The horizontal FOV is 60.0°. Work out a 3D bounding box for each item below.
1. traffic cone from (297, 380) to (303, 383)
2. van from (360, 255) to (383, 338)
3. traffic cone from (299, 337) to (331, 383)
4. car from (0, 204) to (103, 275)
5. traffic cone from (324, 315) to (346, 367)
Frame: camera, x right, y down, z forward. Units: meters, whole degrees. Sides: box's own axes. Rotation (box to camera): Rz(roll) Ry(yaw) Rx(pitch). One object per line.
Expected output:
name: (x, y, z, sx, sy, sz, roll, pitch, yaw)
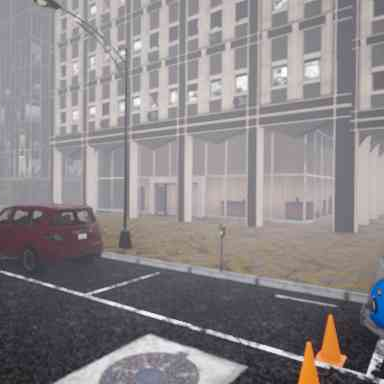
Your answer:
traffic cone: (0.708, 1.953, 2.849, 0.340, 0.580, 0.340, 0, 0, 35)
van: (4.333, 1.345, 3.902, 3.998, 1.788, 1.690, 0, 1, 35)
traffic cone: (1.286, 1.953, 3.665, 0.340, 0.580, 0.340, 0, 0, 35)
car: (-4.941, 1.291, 10.476, 5.009, 1.841, 2.192, 0, 1, 35)
traffic cone: (1.864, 1.953, 4.480, 0.340, 0.580, 0.340, 0, 0, 35)
